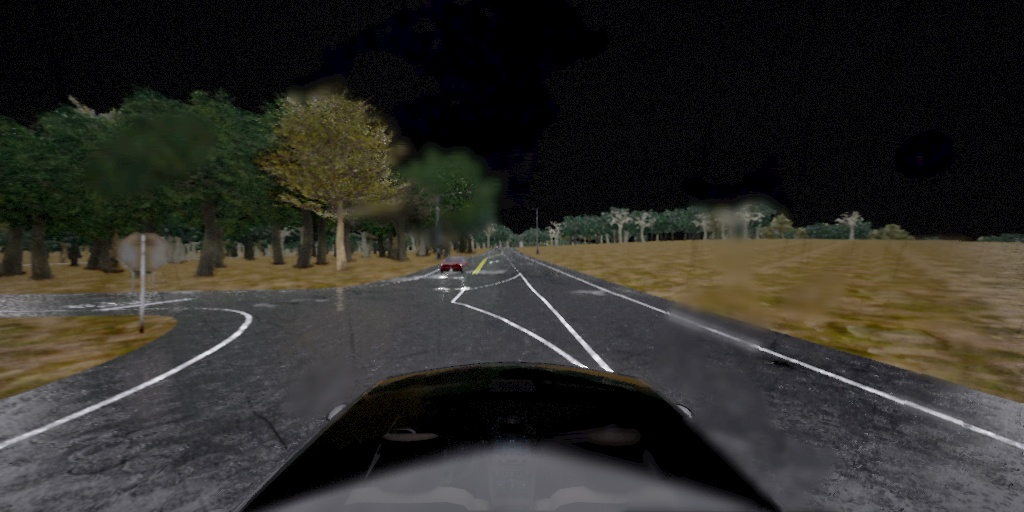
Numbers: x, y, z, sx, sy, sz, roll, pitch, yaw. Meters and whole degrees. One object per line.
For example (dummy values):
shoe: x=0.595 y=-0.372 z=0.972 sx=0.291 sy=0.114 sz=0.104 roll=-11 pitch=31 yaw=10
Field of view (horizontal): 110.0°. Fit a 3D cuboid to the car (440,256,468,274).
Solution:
car: x=-4.661 y=0.696 z=29.101 sx=1.895 sy=1.301 sz=4.718 roll=0 pitch=2 yaw=-3
